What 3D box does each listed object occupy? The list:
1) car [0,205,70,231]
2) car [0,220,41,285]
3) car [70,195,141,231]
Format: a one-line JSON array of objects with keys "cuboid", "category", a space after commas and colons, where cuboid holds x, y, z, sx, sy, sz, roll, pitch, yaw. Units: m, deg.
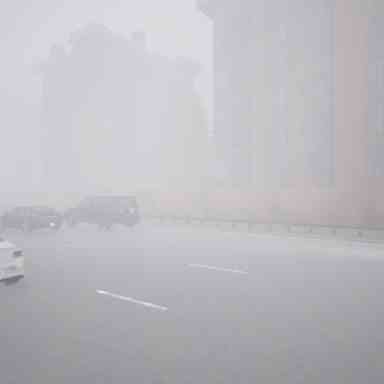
[{"cuboid": [-9.507, 1.504, 19.366, 4.892, 1.490, 1.837, 0, 0, 35], "category": "car"}, {"cuboid": [-5.925, 1.526, 8.214, 4.674, 1.442, 1.812, 0, 0, 35], "category": "car"}, {"cuboid": [-5.685, 1.223, 20.939, 5.566, 2.045, 2.150, 0, 0, 36], "category": "car"}]
